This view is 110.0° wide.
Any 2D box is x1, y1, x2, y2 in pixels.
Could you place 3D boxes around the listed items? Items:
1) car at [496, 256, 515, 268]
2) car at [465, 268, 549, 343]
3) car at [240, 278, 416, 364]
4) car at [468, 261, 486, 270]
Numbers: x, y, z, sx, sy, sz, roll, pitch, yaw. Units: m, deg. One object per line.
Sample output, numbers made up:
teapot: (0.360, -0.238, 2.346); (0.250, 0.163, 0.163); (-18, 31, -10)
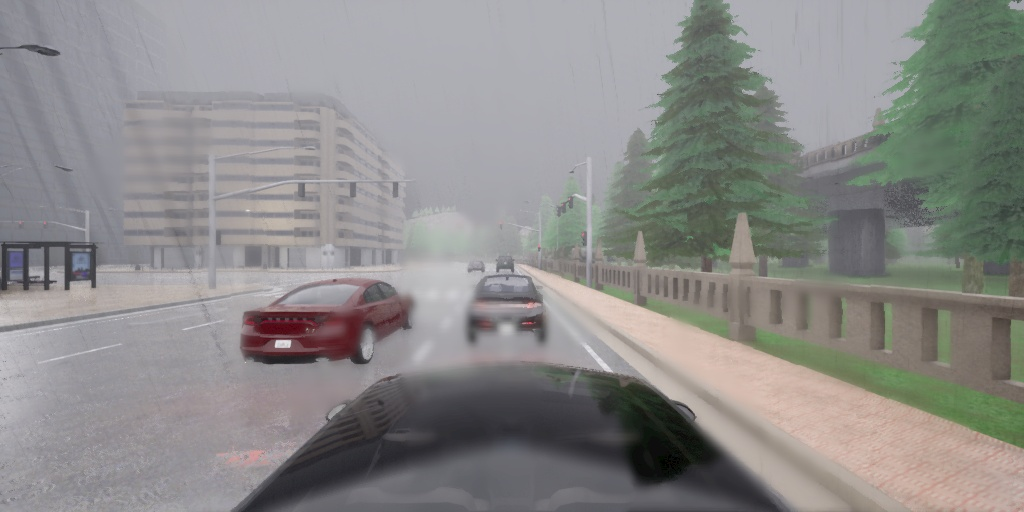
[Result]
car: (-0.860, 0.971, 45.039); (2.150, 2.045, 5.566); (0, 0, -1)
car: (-0.128, 1.242, 9.656); (2.128, 1.511, 4.902); (0, 0, -1)
car: (-3.596, 1.228, 8.095); (1.882, 1.535, 5.008); (0, 0, 0)
car: (-4.367, 1.298, 44.843); (2.033, 1.411, 5.357); (0, 0, -1)
